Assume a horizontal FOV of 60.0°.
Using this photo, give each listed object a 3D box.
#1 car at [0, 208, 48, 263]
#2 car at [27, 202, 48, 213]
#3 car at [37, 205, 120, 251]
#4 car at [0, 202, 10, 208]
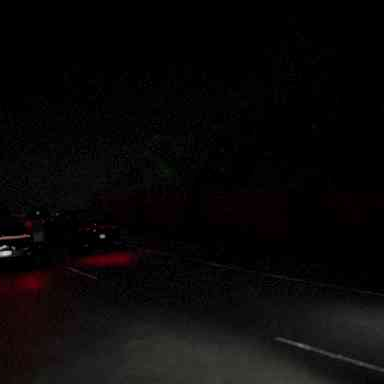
[{"bbox_3d":[-6.848,1.535,11.303,2.128,1.511,4.902,0,0,-40],"label":"car"},{"bbox_3d":[-14.151,1.633,30.894,1.812,1.442,4.674,0,0,-21],"label":"car"},{"bbox_3d":[-4.955,1.525,14.502,1.882,1.535,5.008,0,0,-39],"label":"car"},{"bbox_3d":[-17.243,1.585,29.247,1.882,1.535,5.008,0,0,-21],"label":"car"}]
